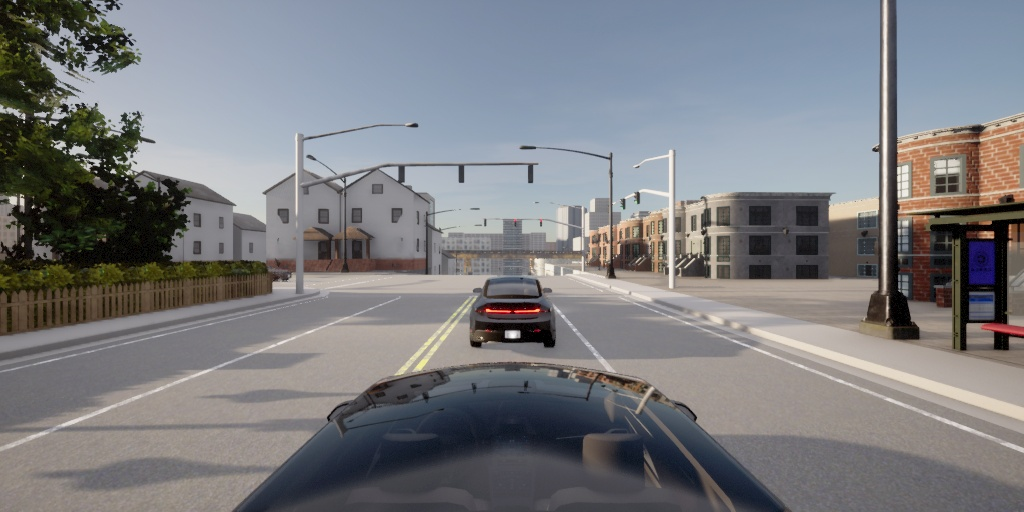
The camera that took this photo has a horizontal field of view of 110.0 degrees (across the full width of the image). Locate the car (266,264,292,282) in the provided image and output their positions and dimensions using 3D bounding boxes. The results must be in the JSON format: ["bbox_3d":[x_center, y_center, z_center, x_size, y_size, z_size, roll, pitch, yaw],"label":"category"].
[{"bbox_3d":[-19.704,1.276,27.899,4.674,1.442,1.812,0,0,0],"label":"car"}]

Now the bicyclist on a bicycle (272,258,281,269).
[{"bbox_3d":[-25.503,1.053,38.848,0.582,1.620,1.656,0,0,0],"label":"bicyclist on a bicycle"}]

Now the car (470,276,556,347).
[{"bbox_3d":[0.015,1.255,9.291,1.837,1.490,4.892,0,0,0],"label":"car"}]
